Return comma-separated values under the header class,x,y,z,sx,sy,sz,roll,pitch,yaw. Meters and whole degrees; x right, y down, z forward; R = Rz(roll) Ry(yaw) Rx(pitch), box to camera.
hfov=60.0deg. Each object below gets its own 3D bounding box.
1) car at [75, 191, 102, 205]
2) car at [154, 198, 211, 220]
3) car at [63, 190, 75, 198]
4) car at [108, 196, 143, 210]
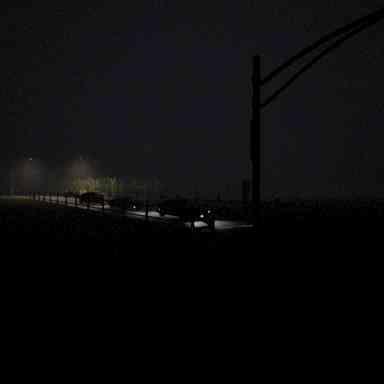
class,x,y,z,sx,sy,sz,roll,pitch,yaw
car,-12.445,0.744,41.074,1.882,1.535,5.008,0,1,-35
car,-0.847,1.180,24.367,2.033,1.411,5.357,0,1,-35
car,-22.517,0.355,62.022,1.882,1.535,5.008,0,1,-35
car,-6.583,1.051,32.620,1.895,1.301,4.718,0,1,-35
